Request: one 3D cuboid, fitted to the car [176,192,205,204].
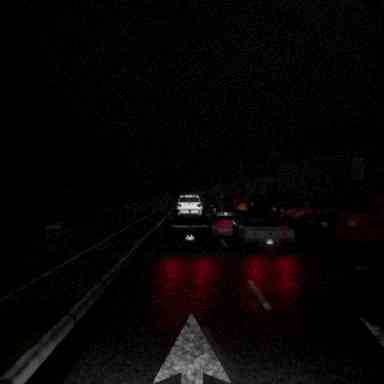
[{"bbox_3d":[-0.243,1.270,29.667,2.150,2.045,5.566,0,0,-1],"label":"car"}]

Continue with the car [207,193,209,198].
[{"bbox_3d":[7.237,1.613,87.391,4.792,1.488,2.163,1,1,-21],"label":"car"}]

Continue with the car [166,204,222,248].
[{"bbox_3d":[-0.096,1.486,14.629,2.128,1.511,4.902,0,0,-1],"label":"car"}]

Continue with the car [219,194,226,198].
[{"bbox_3d":[7.588,1.535,57.382,4.553,1.767,2.185,1,0,-21],"label":"car"}]

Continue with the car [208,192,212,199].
[{"bbox_3d":[7.358,1.419,75.374,5.566,2.045,2.435,1,1,-21],"label":"car"}]

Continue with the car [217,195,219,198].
[{"bbox_3d":[7.529,1.718,60.370,4.674,1.452,2.002,1,0,-21],"label":"car"}]

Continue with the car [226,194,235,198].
[{"bbox_3d":[7.682,1.307,42.352,5.566,2.045,2.435,1,0,-21],"label":"car"}]

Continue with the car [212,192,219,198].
[{"bbox_3d":[7.497,1.436,66.394,5.566,2.045,2.435,1,0,-21],"label":"car"}]

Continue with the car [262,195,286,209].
[{"bbox_3d":[7.850,1.355,24.356,4.553,1.767,2.185,1,0,-21],"label":"car"}]

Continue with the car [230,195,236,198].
[{"bbox_3d":[7.559,1.533,39.298,5.366,1.575,1.946,1,0,-21],"label":"car"}]

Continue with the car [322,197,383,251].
[{"bbox_3d":[8.024,1.226,12.374,5.566,2.045,2.435,1,0,-21],"label":"car"}]

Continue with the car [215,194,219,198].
[{"bbox_3d":[7.523,1.712,63.395,4.792,1.488,2.163,1,0,-21],"label":"car"}]

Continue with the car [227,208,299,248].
[{"bbox_3d":[2.903,1.606,14.689,1.895,1.301,4.718,0,0,-1],"label":"car"}]

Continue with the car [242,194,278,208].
[{"bbox_3d":[7.847,1.246,30.384,5.566,2.045,2.435,1,-1,-21],"label":"car"}]

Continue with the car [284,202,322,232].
[{"bbox_3d":[7.945,1.477,18.361,4.892,1.521,2.231,1,0,-21],"label":"car"}]

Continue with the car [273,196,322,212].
[{"bbox_3d":[7.942,1.353,21.371,4.553,1.767,2.185,1,0,-21],"label":"car"}]

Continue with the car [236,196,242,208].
[{"bbox_3d":[7.934,1.523,36.435,5.366,1.575,1.946,1,-1,-21],"label":"car"}]

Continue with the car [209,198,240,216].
[{"bbox_3d":[2.757,1.527,29.667,1.837,1.490,4.892,0,0,-1],"label":"car"}]

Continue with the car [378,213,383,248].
[{"bbox_3d":[8.194,1.477,9.425,5.366,1.575,1.946,1,0,-21],"label":"car"}]

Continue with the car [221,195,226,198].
[{"bbox_3d":[7.608,1.624,51.370,5.008,1.535,2.097,1,-1,-21],"label":"car"}]

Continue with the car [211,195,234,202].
[{"bbox_3d":[7.492,1.631,81.469,5.366,1.575,1.946,1,0,-21],"label":"car"}]

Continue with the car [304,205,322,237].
[{"bbox_3d":[7.992,1.505,15.377,4.792,1.488,2.163,1,0,-21],"label":"car"}]
